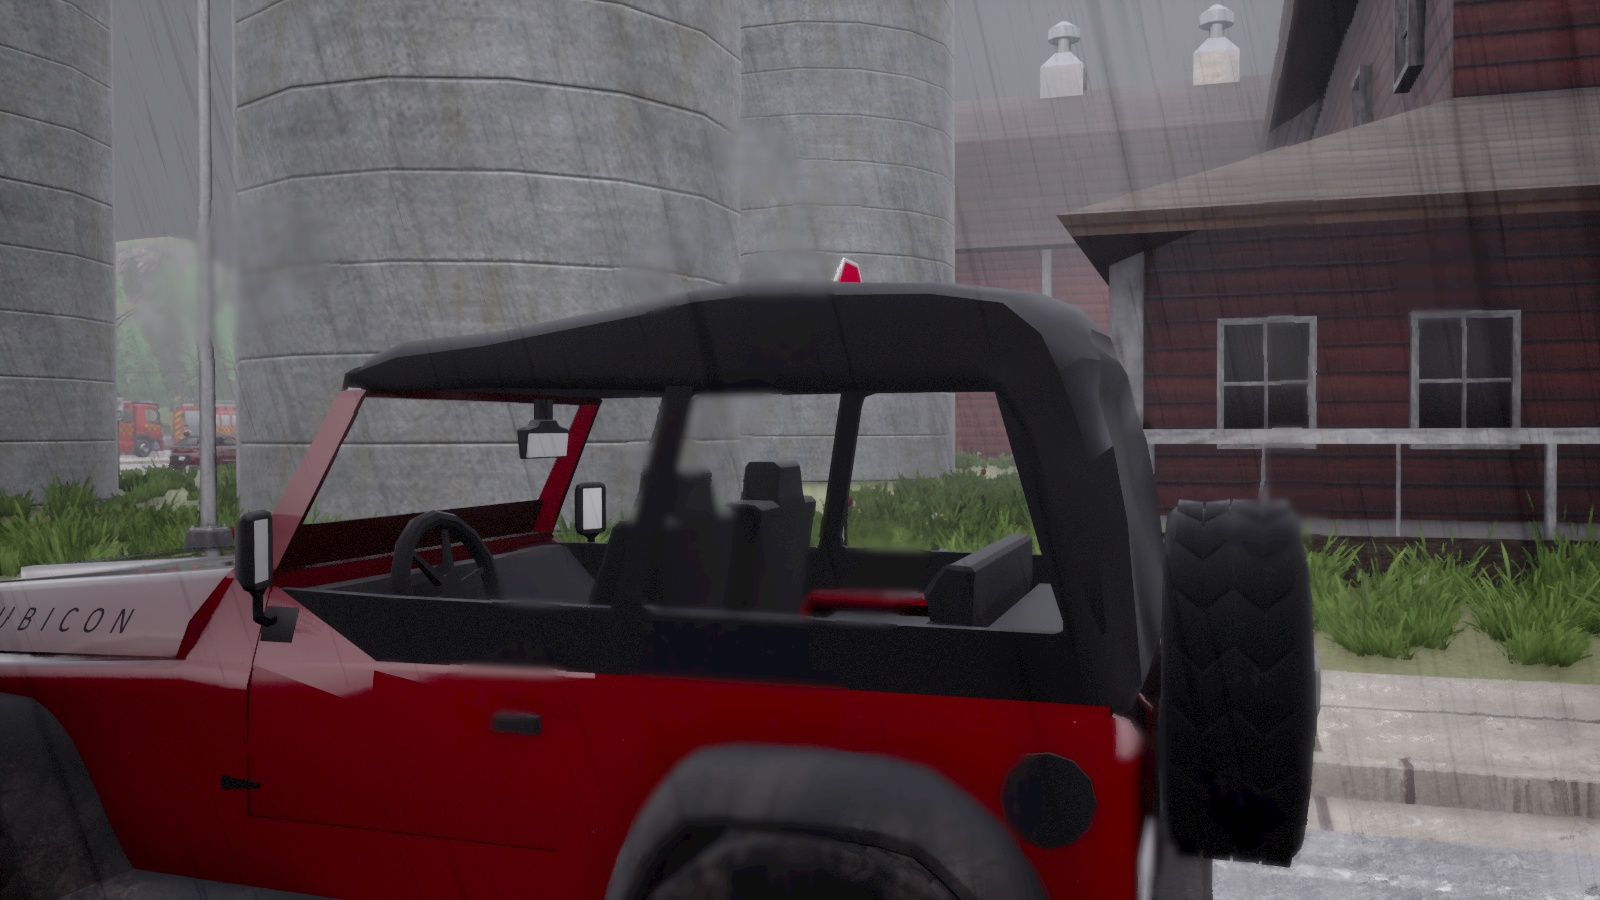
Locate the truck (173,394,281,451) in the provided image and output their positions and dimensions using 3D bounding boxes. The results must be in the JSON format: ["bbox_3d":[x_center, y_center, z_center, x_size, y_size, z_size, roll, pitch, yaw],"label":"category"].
[{"bbox_3d":[-40.253,-1.908,88.614,2.891,3.827,8.468,0,1,7],"label":"truck"}]

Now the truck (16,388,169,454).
[{"bbox_3d":[-43.146,-1.732,76.966,2.891,3.827,8.468,1,1,18],"label":"truck"}]

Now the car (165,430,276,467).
[{"bbox_3d":[-23.947,-0.083,52.031,1.816,1.474,4.193,1,1,18],"label":"car"}]

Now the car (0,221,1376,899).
[{"bbox_3d":[-0.671,0.565,3.415,3.866,1.878,1.905,1,1,19],"label":"car"}]
